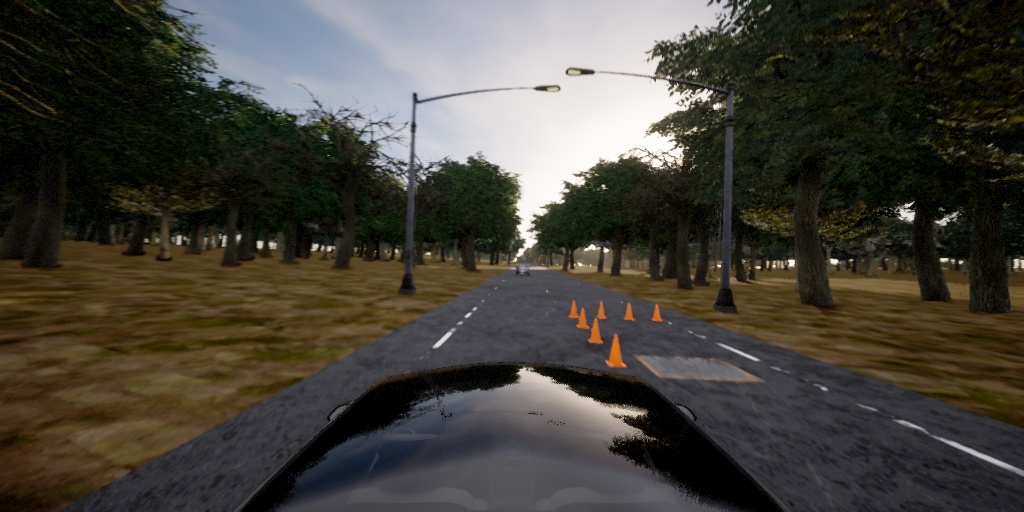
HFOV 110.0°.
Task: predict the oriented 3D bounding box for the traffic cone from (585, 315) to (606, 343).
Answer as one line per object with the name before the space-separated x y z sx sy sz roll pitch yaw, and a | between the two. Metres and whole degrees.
traffic cone | 2.110 1.868 9.097 0.340 0.580 0.340 0 0 2

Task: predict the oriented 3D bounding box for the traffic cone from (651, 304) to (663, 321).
traffic cone | 5.238 2.025 12.992 0.340 0.580 0.340 0 0 2

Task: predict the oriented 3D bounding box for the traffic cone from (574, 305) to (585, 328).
traffic cone | 2.177 1.895 11.096 0.340 0.580 0.340 0 0 2

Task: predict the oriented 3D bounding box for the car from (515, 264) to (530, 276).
car | 1.477 1.883 49.342 2.128 1.511 4.902 2 -1 2

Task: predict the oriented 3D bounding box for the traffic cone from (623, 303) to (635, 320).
traffic cone | 4.240 1.991 13.026 0.340 0.580 0.340 0 0 2

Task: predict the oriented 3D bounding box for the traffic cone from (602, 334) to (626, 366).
traffic cone | 2.043 1.842 7.098 0.340 0.580 0.340 0 0 2

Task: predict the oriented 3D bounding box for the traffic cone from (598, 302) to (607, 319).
traffic cone | 3.242 1.957 13.060 0.340 0.580 0.340 0 0 2

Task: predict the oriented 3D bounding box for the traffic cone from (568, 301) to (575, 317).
traffic cone | 2.245 1.922 13.094 0.340 0.580 0.340 0 0 2
